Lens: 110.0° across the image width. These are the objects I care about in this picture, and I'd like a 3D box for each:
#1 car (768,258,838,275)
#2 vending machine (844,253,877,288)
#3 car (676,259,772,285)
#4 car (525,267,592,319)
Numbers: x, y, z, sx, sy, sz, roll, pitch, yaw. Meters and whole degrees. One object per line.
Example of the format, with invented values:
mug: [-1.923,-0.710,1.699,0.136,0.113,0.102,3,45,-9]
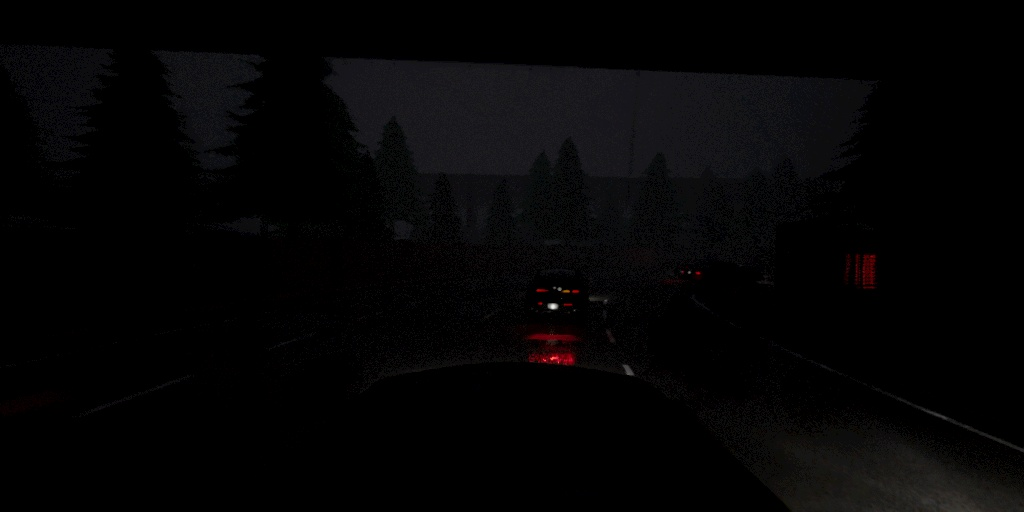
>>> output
car: [25.810,0.989,31.469,4.902,1.511,2.128,0,1,-5]
vending machine: [19.231,0.817,19.823,0.880,2.100,1.100,0,0,-5]
car: [13.464,1.081,22.989,5.357,1.411,2.033,0,1,-16]
car: [1.669,1.112,12.309,1.837,1.490,4.892,0,1,13]
